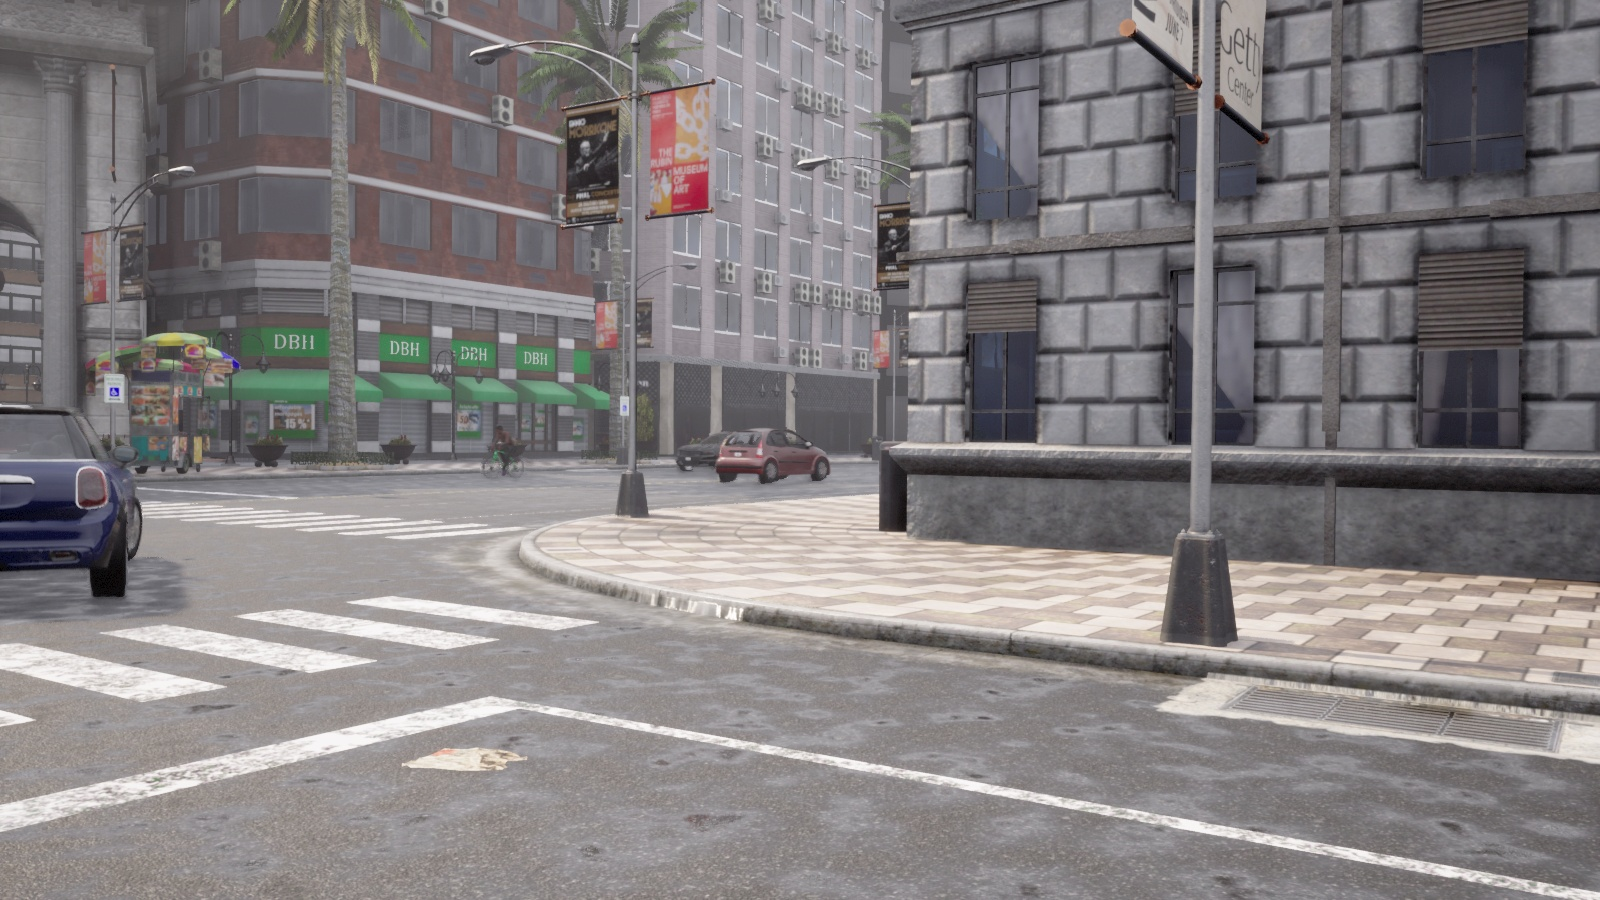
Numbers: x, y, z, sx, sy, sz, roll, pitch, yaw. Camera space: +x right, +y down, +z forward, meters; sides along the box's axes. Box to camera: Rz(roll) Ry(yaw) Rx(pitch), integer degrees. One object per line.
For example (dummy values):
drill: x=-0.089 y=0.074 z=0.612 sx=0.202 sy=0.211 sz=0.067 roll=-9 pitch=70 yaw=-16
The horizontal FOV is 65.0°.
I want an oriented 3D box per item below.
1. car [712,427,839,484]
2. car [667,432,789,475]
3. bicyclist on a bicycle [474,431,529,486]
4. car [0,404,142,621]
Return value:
car: x=-0.691 y=0.120 z=37.798 sx=1.851 sy=1.617 sz=3.988 roll=0 pitch=1 yaw=34
car: x=-2.644 y=0.086 z=47.375 sx=1.882 sy=1.535 sz=5.008 roll=0 pitch=1 yaw=35
bicyclist on a bicycle: x=-9.021 y=0.247 z=38.019 sx=0.582 sy=1.620 sz=1.656 roll=0 pitch=1 yaw=34
car: x=-7.656 y=0.492 z=12.216 sx=2.097 sy=1.767 sz=4.553 roll=-1 pitch=1 yaw=-26
